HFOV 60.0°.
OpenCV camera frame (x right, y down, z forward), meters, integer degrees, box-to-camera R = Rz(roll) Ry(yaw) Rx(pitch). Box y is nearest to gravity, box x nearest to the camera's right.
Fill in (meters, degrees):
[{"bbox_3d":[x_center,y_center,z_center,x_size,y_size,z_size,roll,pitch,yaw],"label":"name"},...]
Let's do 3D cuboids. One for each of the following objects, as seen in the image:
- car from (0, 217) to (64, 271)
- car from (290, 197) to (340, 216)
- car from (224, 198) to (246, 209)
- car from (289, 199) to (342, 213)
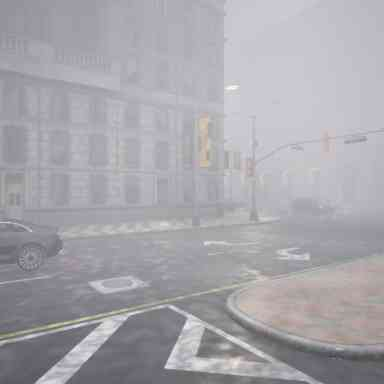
[{"bbox_3d":[-6.229,1.491,9.380,4.902,1.511,2.128,0,0,-35],"label":"car"},{"bbox_3d":[11.905,1.351,32.908,2.097,1.767,4.553,0,0,-23],"label":"car"},{"bbox_3d":[4.302,1.547,44.796,2.033,1.411,5.357,0,0,-35],"label":"car"},{"bbox_3d":[13.913,1.547,37.911,2.033,1.411,5.357,0,0,-40],"label":"car"}]
